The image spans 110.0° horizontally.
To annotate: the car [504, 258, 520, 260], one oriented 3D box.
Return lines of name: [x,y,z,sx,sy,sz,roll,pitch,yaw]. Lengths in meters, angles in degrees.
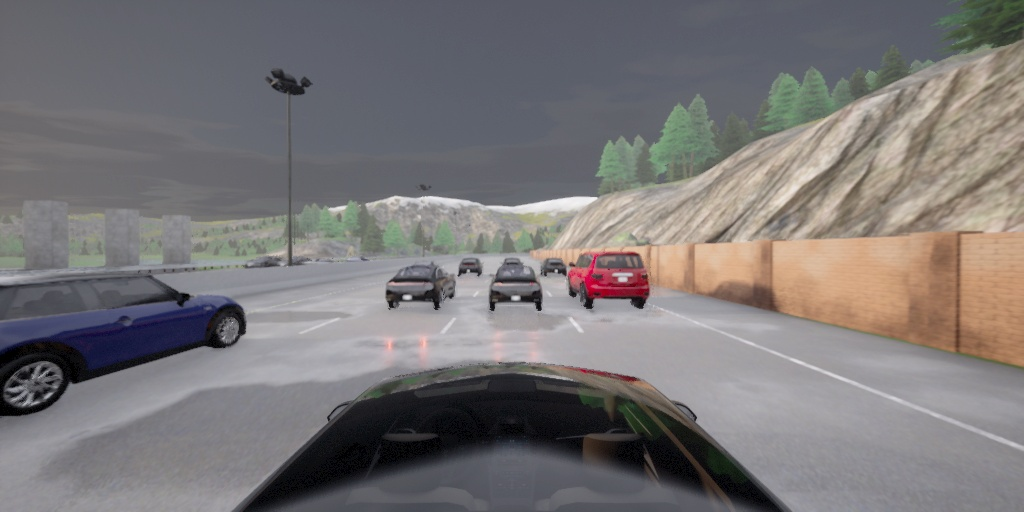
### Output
car: [-0.010,0.913,31.027,1.837,1.490,4.892,0,1,-1]

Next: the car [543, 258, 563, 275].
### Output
car: [3.490,0.915,31.027,1.837,1.490,4.892,0,1,-1]

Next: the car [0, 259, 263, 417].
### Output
car: [-6.897,1.046,6.028,2.097,1.767,4.553,0,1,0]

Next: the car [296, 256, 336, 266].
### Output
car: [-21.378,0.891,39.874,1.895,1.301,4.718,0,1,-1]

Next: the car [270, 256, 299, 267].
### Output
car: [-24.902,0.763,41.341,2.128,1.511,4.902,0,0,-1]

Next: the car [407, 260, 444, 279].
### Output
car: [-6.978,1.023,29.390,1.895,1.301,4.718,0,1,-1]

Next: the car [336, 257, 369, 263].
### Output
car: [-17.902,0.802,41.214,1.812,1.442,4.674,0,0,-1]

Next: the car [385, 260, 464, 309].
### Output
car: [-3.373,1.096,14.003,2.128,1.511,4.902,0,1,0]

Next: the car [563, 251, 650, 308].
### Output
car: [3.629,0.826,14.395,2.150,2.045,5.566,0,1,0]

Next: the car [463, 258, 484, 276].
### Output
car: [-3.511,0.910,31.050,1.837,1.490,4.892,0,1,-1]

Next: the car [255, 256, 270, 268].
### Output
car: [-28.398,0.762,41.233,2.128,1.511,4.902,0,1,-1]

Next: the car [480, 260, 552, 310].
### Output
car: [0.126,1.101,13.840,2.128,1.511,4.902,0,1,0]
